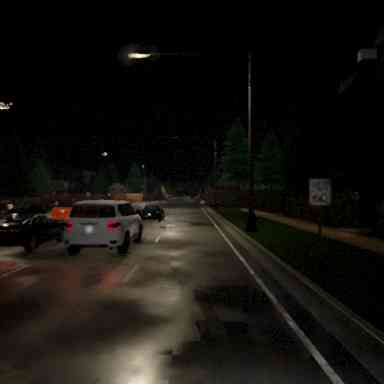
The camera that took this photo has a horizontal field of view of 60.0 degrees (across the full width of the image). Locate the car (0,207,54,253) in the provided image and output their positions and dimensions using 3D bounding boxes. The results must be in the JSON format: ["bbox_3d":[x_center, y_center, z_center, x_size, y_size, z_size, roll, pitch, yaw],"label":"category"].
[{"bbox_3d":[-6.994,1.624,14.290,2.128,1.511,4.902,0,0,0],"label":"car"}]

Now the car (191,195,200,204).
[{"bbox_3d":[1.245,2.238,85.795,1.801,1.575,5.366,0,-1,0],"label":"car"}]

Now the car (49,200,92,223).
[{"bbox_3d":[-10.491,1.616,29.076,2.097,1.767,4.553,0,-1,0],"label":"car"}]

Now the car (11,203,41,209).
[{"bbox_3d":[-14.329,1.776,29.299,1.837,1.490,4.892,0,0,0],"label":"car"}]

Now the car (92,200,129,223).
[{"bbox_3d":[-6.991,1.616,29.076,2.097,1.767,4.553,0,-1,0],"label":"car"}]

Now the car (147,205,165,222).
[{"bbox_3d":[-3.490,1.832,29.274,1.994,1.385,4.181,0,0,0],"label":"car"}]

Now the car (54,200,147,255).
[{"bbox_3d":[-3.496,1.345,14.012,2.150,2.045,5.566,0,0,0],"label":"car"}]
